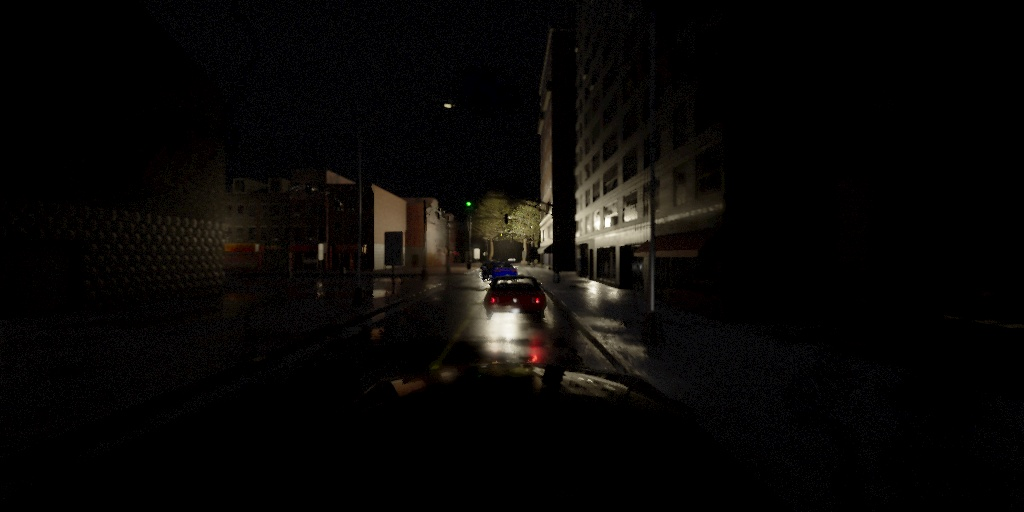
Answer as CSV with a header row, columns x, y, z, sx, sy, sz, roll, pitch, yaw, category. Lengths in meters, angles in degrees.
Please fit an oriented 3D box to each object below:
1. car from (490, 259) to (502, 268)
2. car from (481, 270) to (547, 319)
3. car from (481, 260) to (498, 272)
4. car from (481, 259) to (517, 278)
x,y,z,sx,sy,sz,roll,pitch,yaw,category
-2.758,1.245,63.485,1.837,1.490,4.892,0,0,0,car
0.098,1.341,12.809,1.895,1.301,4.718,0,0,0,car
-2.838,1.263,45.759,1.812,1.442,4.674,0,0,1,car
-1.052,1.210,27.552,1.882,1.535,5.008,0,0,-16,car
